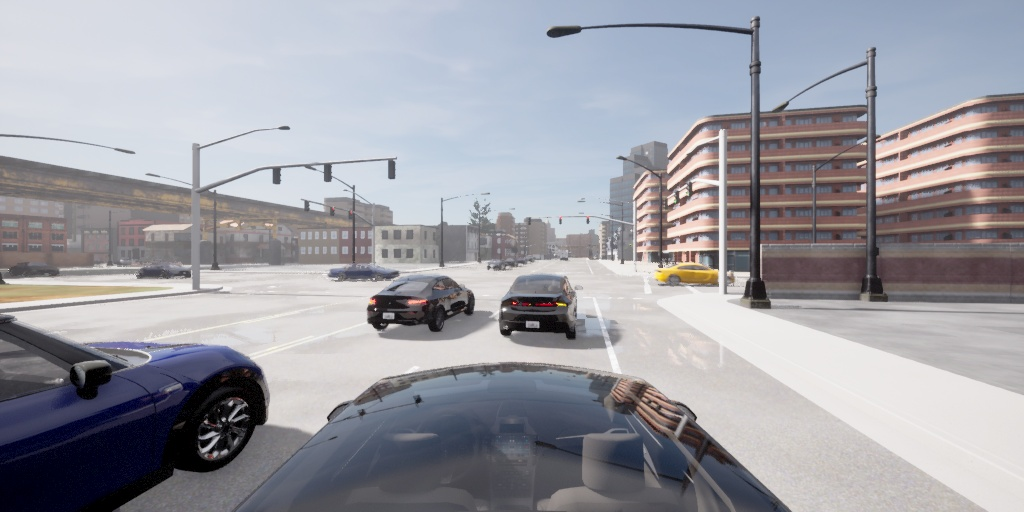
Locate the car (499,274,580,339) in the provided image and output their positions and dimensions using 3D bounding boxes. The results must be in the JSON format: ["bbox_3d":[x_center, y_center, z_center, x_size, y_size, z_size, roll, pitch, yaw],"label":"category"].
[{"bbox_3d":[0.909,1.255,10.232,1.837,1.490,4.892,0,0,11],"label":"car"}]

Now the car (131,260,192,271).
[{"bbox_3d":[-30.468,1.314,31.552,4.181,1.385,1.994,0,0,10],"label":"car"}]

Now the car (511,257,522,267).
[{"bbox_3d":[-0.228,0.957,57.287,1.882,1.535,5.008,0,1,11],"label":"car"}]

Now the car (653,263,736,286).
[{"bbox_3d":[12.218,1.224,24.167,5.008,1.535,1.882,0,0,10],"label":"car"}]

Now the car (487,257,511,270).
[{"bbox_3d":[-2.028,1.106,48.010,2.128,1.511,4.902,0,1,11],"label":"car"}]

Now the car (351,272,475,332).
[{"bbox_3d":[-2.536,1.276,10.873,1.812,1.442,4.674,0,0,11],"label":"car"}]

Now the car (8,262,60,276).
[{"bbox_3d":[-46.328,1.297,34.722,5.357,1.411,2.033,0,0,21],"label":"car"}]

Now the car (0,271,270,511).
[{"bbox_3d":[-3.858,1.102,2.096,2.097,1.767,4.553,0,0,6],"label":"car"}]

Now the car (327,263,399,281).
[{"bbox_3d":[-11.889,1.287,28.825,5.357,1.411,2.033,-1,0,4],"label":"car"}]
